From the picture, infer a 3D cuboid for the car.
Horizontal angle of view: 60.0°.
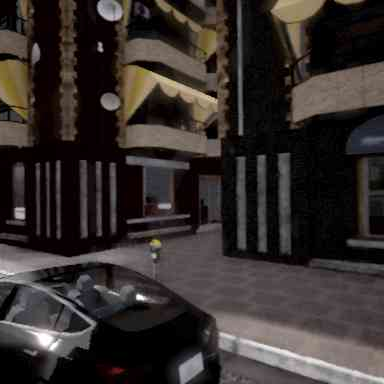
[{"bbox_3d":[-1.698,1.560,4.098,4.313,1.339,1.947,0,-1,35],"label":"car"}]
